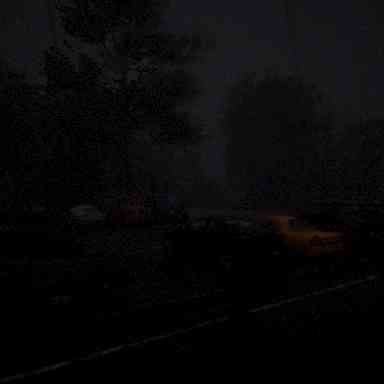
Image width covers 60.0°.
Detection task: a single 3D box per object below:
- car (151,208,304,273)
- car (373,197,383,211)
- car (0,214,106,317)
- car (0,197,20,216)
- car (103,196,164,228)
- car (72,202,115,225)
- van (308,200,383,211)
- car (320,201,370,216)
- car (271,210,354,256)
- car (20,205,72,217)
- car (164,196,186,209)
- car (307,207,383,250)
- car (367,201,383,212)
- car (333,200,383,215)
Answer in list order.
[{"bbox_3d":[0.867,1.528,11.073,2.097,1.535,5.008,1,0,-36],"label":"car"},{"bbox_3d":[29.346,1.749,47.502,2.435,2.045,5.566,1,0,-36],"label":"car"},{"bbox_3d":[-3.684,1.507,7.796,2.163,1.488,4.792,1,0,-36],"label":"car"},{"bbox_3d":[-11.418,1.225,18.346,2.435,2.045,5.566,1,0,-36],"label":"car"},{"bbox_3d":[-4.616,1.304,23.198,2.435,2.045,5.566,1,0,-35],"label":"car"},{"bbox_3d":[-7.001,1.566,21.530,2.002,1.452,4.674,1,0,-36],"label":"car"},{"bbox_3d":[7.777,1.391,15.866,1.878,1.987,4.442,1,0,-36],"label":"van"},{"bbox_3d":[18.059,1.853,39.420,2.231,1.521,4.892,1,0,-35],"label":"car"},{"bbox_3d":[3.036,1.554,12.854,1.946,1.575,5.366,1,0,-36],"label":"car"},{"bbox_3d":[-9.165,1.501,19.982,2.097,1.535,5.008,1,0,-36],"label":"car"},{"bbox_3d":[-2.450,1.332,24.745,2.435,2.045,5.566,1,0,-36],"label":"car"},{"bbox_3d":[5.408,1.617,14.355,2.163,1.488,4.792,1,0,-36],"label":"car"},{"bbox_3d":[27.118,2.000,45.841,2.163,1.488,4.792,1,0,-36],"label":"car"},{"bbox_3d":[20.430,1.879,40.878,1.946,1.575,5.366,1,0,-36],"label":"car"}]
